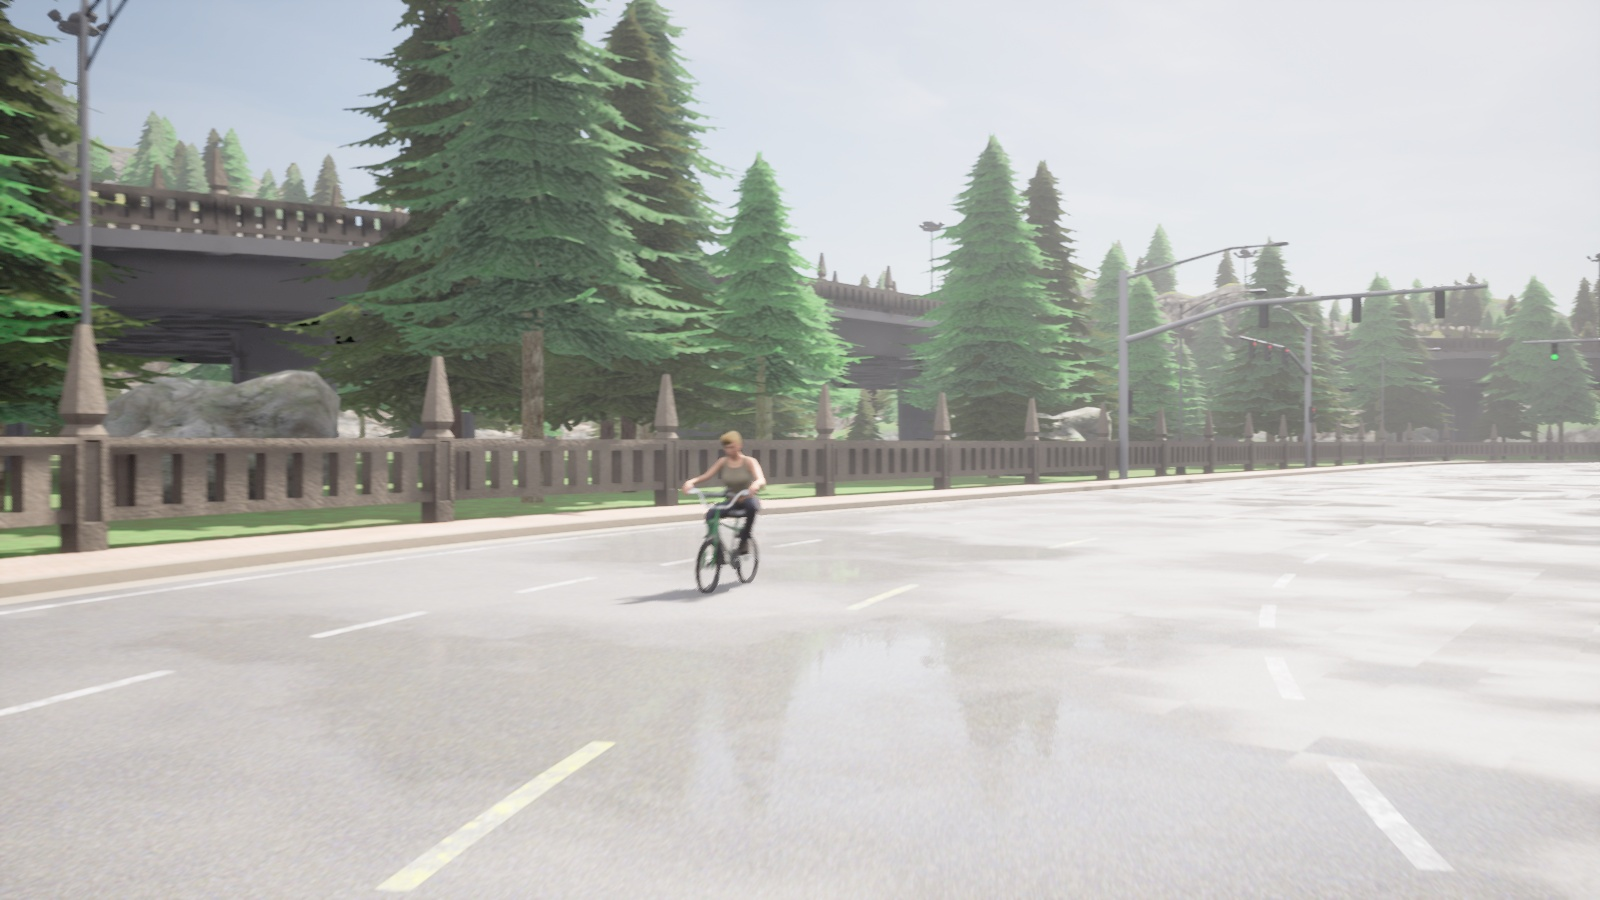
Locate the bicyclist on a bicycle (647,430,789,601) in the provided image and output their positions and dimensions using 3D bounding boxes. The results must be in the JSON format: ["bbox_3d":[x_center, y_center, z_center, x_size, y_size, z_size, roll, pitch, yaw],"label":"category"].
[{"bbox_3d":[-0.794,0.610,12.674,0.866,1.612,1.509,1,1,21],"label":"bicyclist on a bicycle"}]
